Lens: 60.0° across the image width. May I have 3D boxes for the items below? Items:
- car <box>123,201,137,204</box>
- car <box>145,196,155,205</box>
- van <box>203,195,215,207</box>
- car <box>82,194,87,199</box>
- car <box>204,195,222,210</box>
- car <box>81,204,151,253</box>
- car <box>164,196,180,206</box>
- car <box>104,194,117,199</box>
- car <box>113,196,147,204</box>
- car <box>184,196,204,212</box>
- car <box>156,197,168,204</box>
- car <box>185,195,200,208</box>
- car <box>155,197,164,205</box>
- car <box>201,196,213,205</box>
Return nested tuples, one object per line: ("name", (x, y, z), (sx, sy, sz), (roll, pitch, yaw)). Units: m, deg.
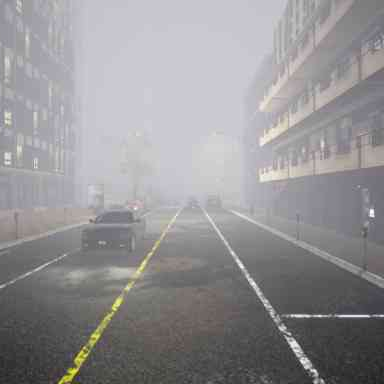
("car", (-5.699, 1.587, 25.439), (1.802, 1.307, 4.206), (0, 0, 0))
("car", (-5.702, 1.324, 36.541), (2.192, 1.841, 5.009), (0, 0, 0))
("van", (2.674, 1.359, 53.197), (1.690, 1.788, 3.998), (0, 0, 0))
("car", (-27.390, 0.876, 78.569), (5.009, 1.841, 2.192), (1, -1, -1))
("car", (2.677, 1.326, 42.095), (2.192, 1.841, 5.009), (0, 0, 0))
("car", (-3.102, 1.480, 13.996), (1.882, 1.535, 5.008), (0, 0, 0))
("car", (-3.090, 1.510, 55.876), (2.128, 1.511, 4.902), (0, 0, 0))
("car", (-22.054, 1.167, 87.096), (4.829, 1.417, 1.752), (1, -1, -1))
("car", (-5.701, 1.447, 30.990), (1.967, 1.590, 4.097), (0, 0, 0))
("car", (0.086, 1.535, 38.303), (1.812, 1.442, 4.674), (0, 0, -1))
("car", (-5.709, 1.590, 63.991), (1.947, 1.339, 4.313), (0, 0, 0))
("car", (0.069, 1.367, 48.550), (2.097, 1.767, 4.553), (0, 0, 0))
("car", (-5.708, 1.587, 58.745), (1.947, 1.339, 4.313), (0, 0, 0))
("car", (2.672, 1.461, 58.748), (1.967, 1.590, 4.097), (0, 0, 0))
